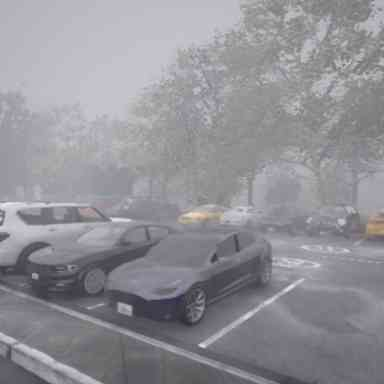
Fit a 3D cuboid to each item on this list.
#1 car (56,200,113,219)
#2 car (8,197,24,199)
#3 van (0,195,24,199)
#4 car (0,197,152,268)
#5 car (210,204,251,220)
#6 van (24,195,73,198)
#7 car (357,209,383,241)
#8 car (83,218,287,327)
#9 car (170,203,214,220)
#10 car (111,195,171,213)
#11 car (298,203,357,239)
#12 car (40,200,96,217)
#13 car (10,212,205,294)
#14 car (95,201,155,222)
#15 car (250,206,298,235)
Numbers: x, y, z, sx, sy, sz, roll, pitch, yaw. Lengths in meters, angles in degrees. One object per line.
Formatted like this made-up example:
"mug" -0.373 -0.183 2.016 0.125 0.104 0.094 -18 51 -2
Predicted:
"car" -10.073 1.573 31.449 2.163 1.488 4.792 0 0 36
"car" -16.702 1.572 36.235 2.097 1.535 5.008 0 0 36
"van" -18.879 1.364 37.954 1.878 1.987 4.442 0 0 36
"car" -4.223 1.336 11.032 2.435 2.045 5.566 0 0 36
"car" 3.456 1.619 21.582 2.002 1.452 4.674 0 0 36
"van" -14.516 1.333 34.507 1.878 1.987 4.442 0 0 36
"car" 10.078 1.599 16.768 2.097 1.535 5.008 0 0 36
"car" 0.235 1.631 7.722 2.163 1.488 4.792 0 0 36
"car" 1.107 1.568 23.062 1.946 1.575 5.366 0 0 36
"car" -3.248 1.305 26.491 2.435 2.045 5.566 0 0 36
"car" 7.858 1.467 18.426 2.185 1.767 4.553 0 0 36
"car" -12.208 1.577 33.000 2.163 1.488 4.792 0 0 36
"car" -1.991 1.594 9.382 2.097 1.535 5.008 0 0 36
"car" -5.523 1.579 28.073 2.163 1.488 4.792 0 0 36
"car" 5.681 1.615 19.932 2.163 1.488 4.792 0 0 36
